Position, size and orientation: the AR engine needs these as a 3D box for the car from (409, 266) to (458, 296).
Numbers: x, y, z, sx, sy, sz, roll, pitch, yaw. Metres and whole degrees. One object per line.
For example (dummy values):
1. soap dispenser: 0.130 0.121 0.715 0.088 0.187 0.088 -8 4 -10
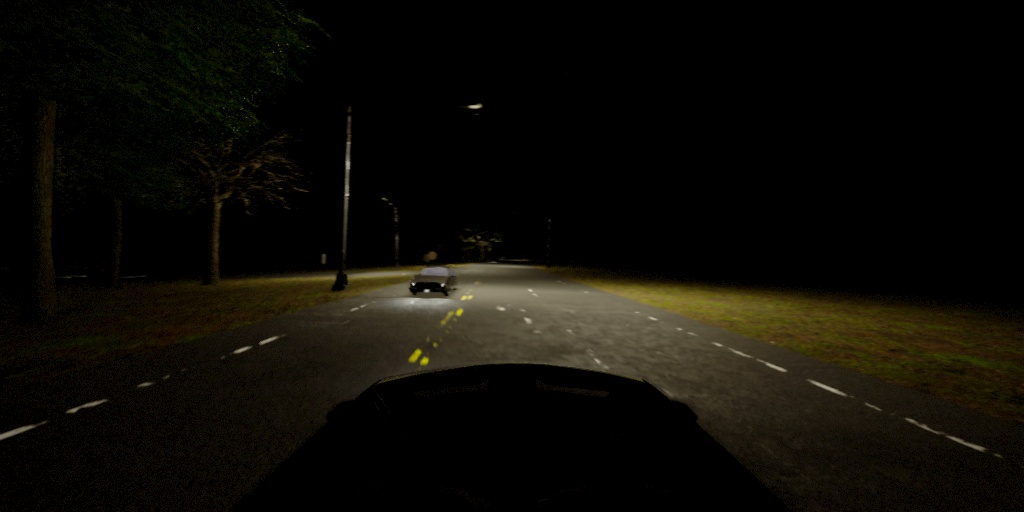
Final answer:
1. car: -3.973 1.226 19.085 2.033 1.411 5.357 2 0 -2
